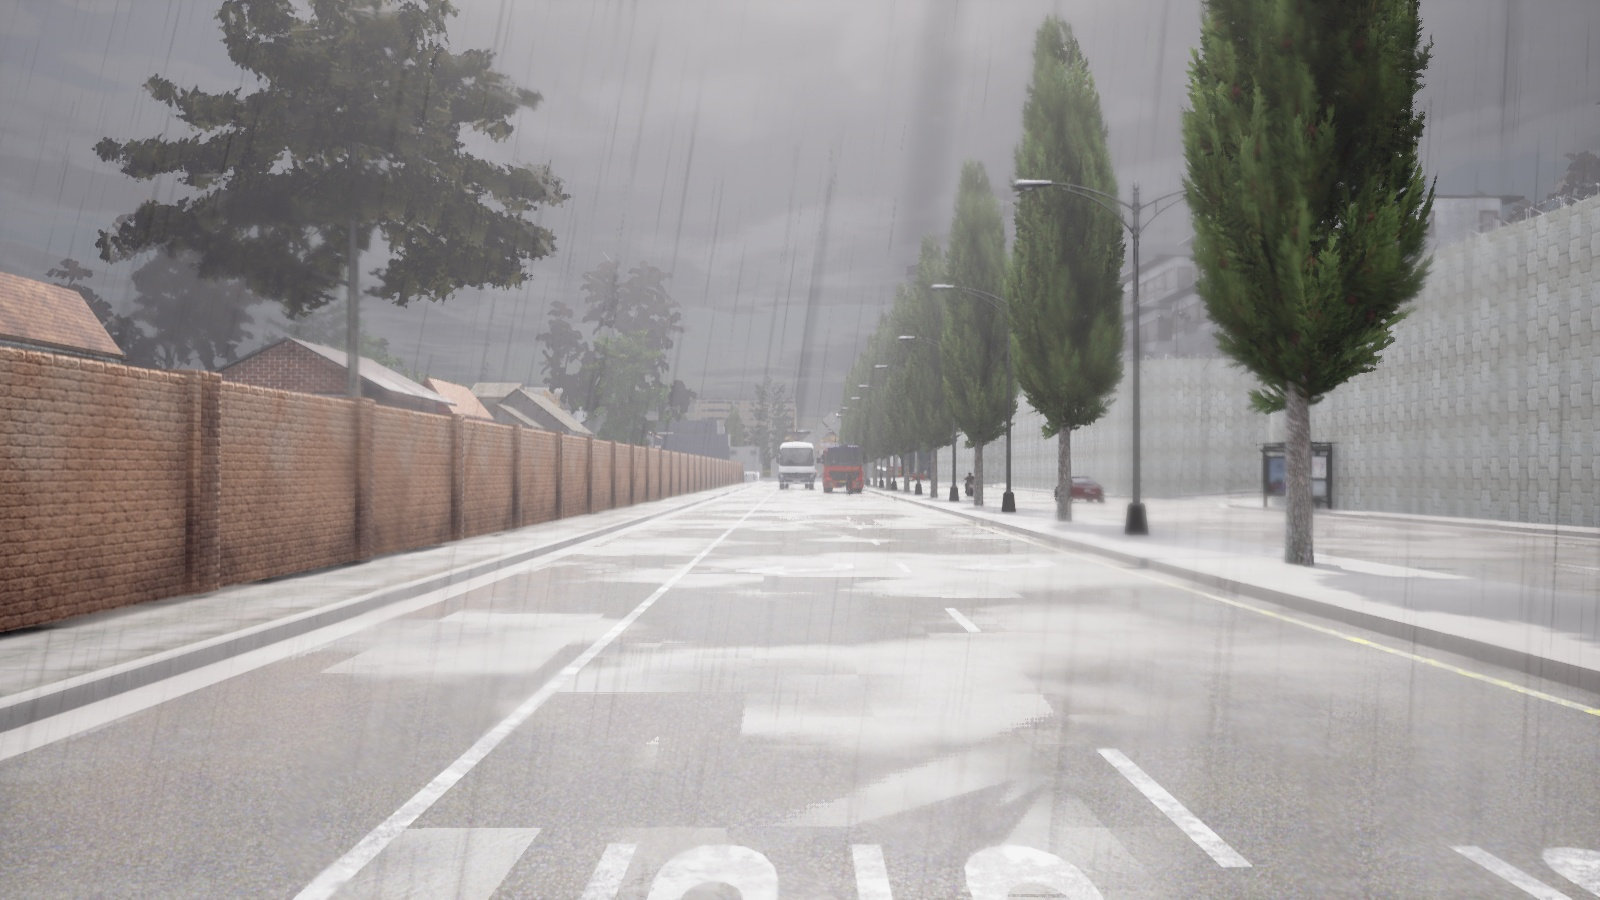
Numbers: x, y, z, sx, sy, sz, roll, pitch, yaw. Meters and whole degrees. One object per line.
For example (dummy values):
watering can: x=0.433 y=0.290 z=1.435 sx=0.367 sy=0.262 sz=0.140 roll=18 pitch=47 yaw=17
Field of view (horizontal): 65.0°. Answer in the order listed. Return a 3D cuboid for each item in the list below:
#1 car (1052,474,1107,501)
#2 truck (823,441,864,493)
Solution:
car: x=14.842 y=1.965 z=66.935 sx=1.994 sy=1.385 sz=4.181 roll=0 pitch=-1 yaw=0
truck: x=3.269 y=1.307 z=96.427 sx=2.891 sy=3.827 sz=8.468 roll=0 pitch=-1 yaw=0
